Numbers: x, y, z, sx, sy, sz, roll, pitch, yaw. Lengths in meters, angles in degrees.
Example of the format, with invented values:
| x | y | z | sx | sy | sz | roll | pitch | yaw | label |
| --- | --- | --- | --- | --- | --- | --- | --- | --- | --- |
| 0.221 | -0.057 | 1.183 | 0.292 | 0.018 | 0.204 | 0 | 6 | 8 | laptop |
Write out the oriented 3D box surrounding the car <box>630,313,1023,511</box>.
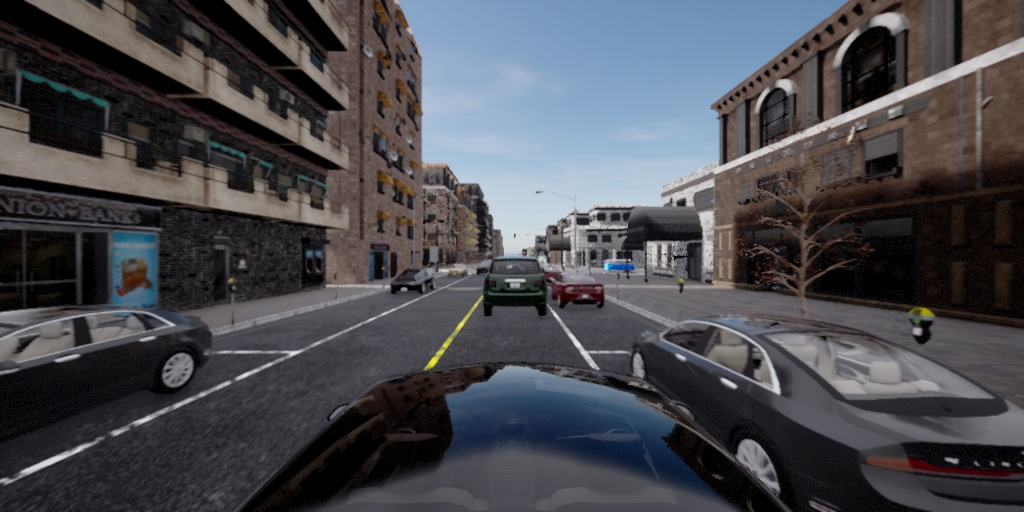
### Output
| x | y | z | sx | sy | sz | roll | pitch | yaw | label |
| --- | --- | --- | --- | --- | --- | --- | --- | --- | --- |
| 2.690 | 1.310 | 4.002 | 2.007 | 1.370 | 4.403 | 0 | 0 | 0 | car |

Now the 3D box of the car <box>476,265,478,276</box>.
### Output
| x | y | z | sx | sy | sz | roll | pitch | yaw | label |
| --- | --- | --- | --- | --- | --- | --- | --- | --- | --- |
| -3.008 | 1.405 | 41.364 | 1.882 | 1.535 | 5.008 | 0 | -1 | 0 | car |

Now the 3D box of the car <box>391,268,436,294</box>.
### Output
| x | y | z | sx | sy | sz | roll | pitch | yaw | label |
| --- | --- | --- | --- | --- | --- | --- | --- | --- | --- |
| -5.691 | 1.396 | 21.096 | 1.948 | 1.339 | 4.313 | 0 | 0 | 0 | car |

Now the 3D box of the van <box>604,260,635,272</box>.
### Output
| x | y | z | sx | sy | sz | roll | pitch | yaw | label |
| --- | --- | --- | --- | --- | --- | --- | --- | --- | --- |
| 14.656 | 1.373 | 48.951 | 3.998 | 1.789 | 1.690 | 0 | 0 | 0 | van |

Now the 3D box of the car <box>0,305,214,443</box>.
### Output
| x | y | z | sx | sy | sz | roll | pitch | yaw | label |
| --- | --- | --- | --- | --- | --- | --- | --- | --- | --- |
| -5.691 | 1.309 | 4.007 | 2.007 | 1.370 | 4.403 | 0 | 0 | 0 | car |

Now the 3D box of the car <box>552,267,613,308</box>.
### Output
| x | y | z | sx | sy | sz | roll | pitch | yaw | label |
| --- | --- | --- | --- | --- | --- | --- | --- | --- | --- |
| 2.690 | 1.351 | 15.394 | 1.888 | 1.381 | 4.507 | 0 | 0 | 0 | car |

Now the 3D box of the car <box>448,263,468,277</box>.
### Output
| x | y | z | sx | sy | sz | roll | pitch | yaw | label |
| --- | --- | --- | --- | --- | --- | --- | --- | --- | --- |
| -5.691 | 1.436 | 38.015 | 1.751 | 1.417 | 4.829 | 0 | 0 | 0 | car |

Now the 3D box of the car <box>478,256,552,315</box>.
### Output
| x | y | z | sx | sy | sz | roll | pitch | yaw | label |
| --- | --- | --- | --- | --- | --- | --- | --- | --- | --- |
| 0.101 | 1.022 | 13.920 | 2.150 | 2.045 | 5.566 | 0 | 0 | 0 | car |
